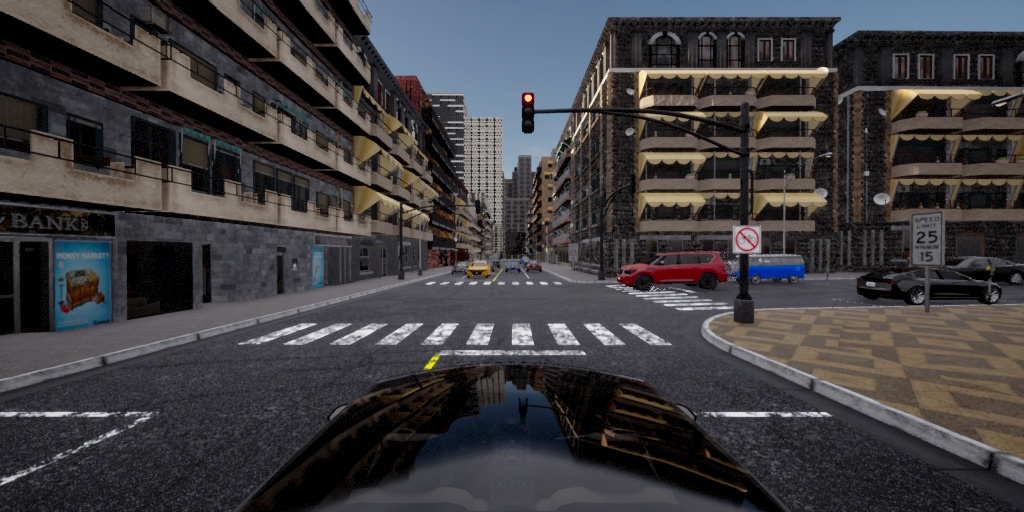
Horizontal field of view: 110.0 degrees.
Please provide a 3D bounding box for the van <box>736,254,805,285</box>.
[{"bbox_3d":[15.662,0.782,22.104,3.998,1.789,1.690,0,0,-1],"label":"van"}]

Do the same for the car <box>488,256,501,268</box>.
[{"bbox_3d":[-3.057,0.988,58.944,2.150,2.045,5.566,0,0,0],"label":"car"}]

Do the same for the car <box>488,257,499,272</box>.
[{"bbox_3d":[-3.080,1.250,44.586,2.128,1.511,4.902,0,0,0],"label":"car"}]

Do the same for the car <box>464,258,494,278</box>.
[{"bbox_3d":[-3.088,1.230,34.057,1.882,1.535,5.008,0,0,0],"label":"car"}]

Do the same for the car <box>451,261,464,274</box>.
[{"bbox_3d":[-5.676,1.305,39.997,2.007,1.370,4.403,0,0,0],"label":"car"}]

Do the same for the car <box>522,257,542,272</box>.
[{"bbox_3d":[2.706,1.198,45.516,1.967,1.591,4.097,0,0,0],"label":"car"}]

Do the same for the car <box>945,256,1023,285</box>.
[{"bbox_3d":[24.893,0.795,19.633,5.008,1.535,1.882,-1,0,-1],"label":"car"}]

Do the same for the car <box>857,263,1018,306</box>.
[{"bbox_3d":[15.777,1.077,13.725,4.313,1.339,1.948,0,0,-1],"label":"car"}]

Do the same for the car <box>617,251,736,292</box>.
[{"bbox_3d":[8.740,0.808,19.786,5.566,2.045,2.150,-2,0,4],"label":"car"}]

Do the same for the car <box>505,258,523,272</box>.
[{"bbox_3d":[0.119,1.306,46.569,2.033,1.411,5.357,0,0,0],"label":"car"}]
